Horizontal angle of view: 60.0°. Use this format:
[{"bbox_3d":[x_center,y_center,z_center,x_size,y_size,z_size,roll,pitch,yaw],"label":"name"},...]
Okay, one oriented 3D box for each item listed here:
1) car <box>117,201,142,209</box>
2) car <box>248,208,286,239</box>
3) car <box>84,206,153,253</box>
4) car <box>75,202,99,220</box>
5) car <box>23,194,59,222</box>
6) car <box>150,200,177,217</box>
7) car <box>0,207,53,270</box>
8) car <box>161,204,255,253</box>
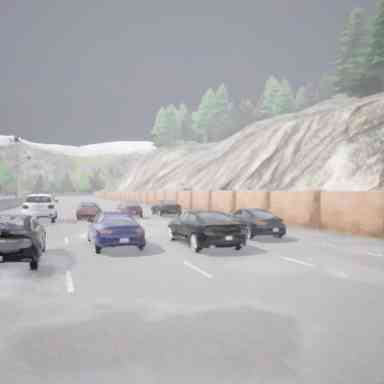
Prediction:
[{"bbox_3d":[-5.644,1.516,29.655,1.812,1.442,4.674,0,0,-21],"label":"car"},{"bbox_3d":[2.951,1.553,17.169,1.812,1.442,4.674,0,0,-21],"label":"car"},{"bbox_3d":[-3.216,1.519,13.704,1.812,1.442,4.674,0,0,-22],"label":"car"},{"bbox_3d":[-8.763,1.537,28.017,1.994,1.385,4.181,0,0,-21],"label":"car"},{"bbox_3d":[-11.441,1.181,25.227,2.150,2.045,5.566,0,0,-21],"label":"car"},{"bbox_3d":[-2.570,1.485,31.420,1.882,1.535,5.008,0,0,-21],"label":"car"},{"bbox_3d":[-5.780,1.470,10.621,2.128,1.511,4.902,0,0,-21],"label":"car"},{"bbox_3d":[0.413,1.490,14.017,1.882,1.535,5.008,0,-1,-21],"label":"car"}]
